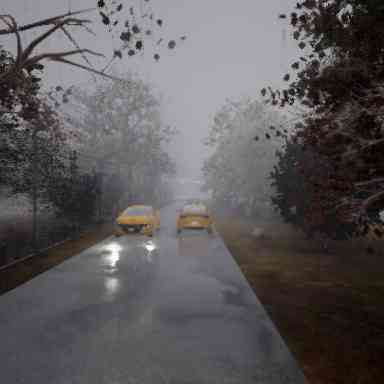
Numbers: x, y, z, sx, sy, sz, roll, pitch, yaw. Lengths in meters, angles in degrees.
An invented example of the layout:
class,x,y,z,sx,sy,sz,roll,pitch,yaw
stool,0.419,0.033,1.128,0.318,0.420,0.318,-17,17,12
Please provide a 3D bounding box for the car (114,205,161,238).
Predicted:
class,x,y,z,sx,sy,sz,roll,pitch,yaw
car,-2.802,1.473,17.904,1.882,1.535,5.008,0,0,0

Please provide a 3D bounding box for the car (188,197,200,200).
class,x,y,z,sx,sy,sz,roll,pitch,yaw
car,0.220,1.343,40.237,2.097,1.767,4.553,0,0,0

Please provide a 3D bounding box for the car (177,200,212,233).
class,x,y,z,sx,sy,sz,roll,pitch,yaw
car,0.137,1.473,19.745,1.882,1.535,5.008,0,0,0
